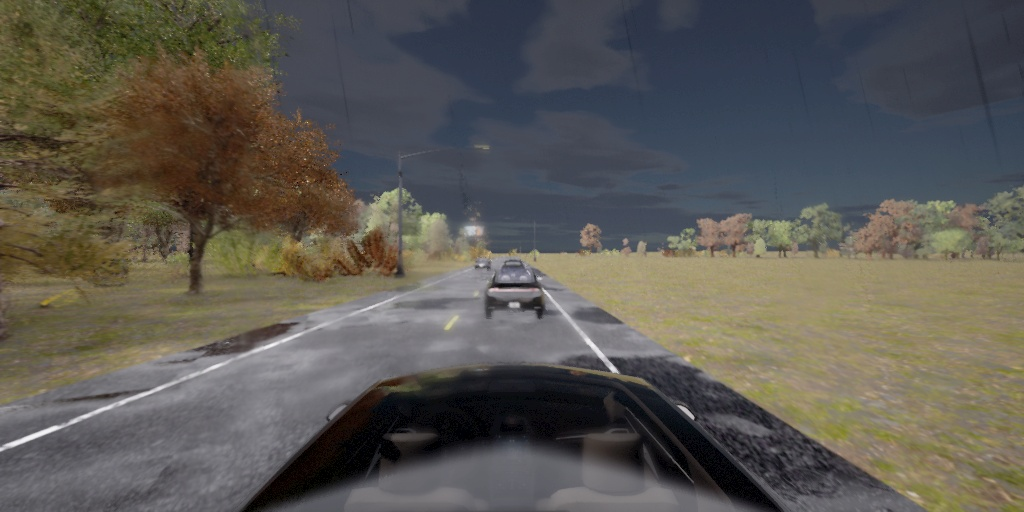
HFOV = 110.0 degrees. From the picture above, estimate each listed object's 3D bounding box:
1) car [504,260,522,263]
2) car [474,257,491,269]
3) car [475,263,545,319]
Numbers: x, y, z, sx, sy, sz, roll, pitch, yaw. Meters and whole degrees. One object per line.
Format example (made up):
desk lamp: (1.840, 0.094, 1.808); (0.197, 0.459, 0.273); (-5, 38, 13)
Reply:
car: (0.095, 1.059, 27.931); (1.837, 1.490, 4.892); (0, 0, 0)
car: (-3.571, 0.922, 44.656); (2.128, 1.511, 4.902); (0, 0, 0)
car: (0.089, 1.161, 12.512); (2.128, 1.511, 4.902); (0, 0, 0)
